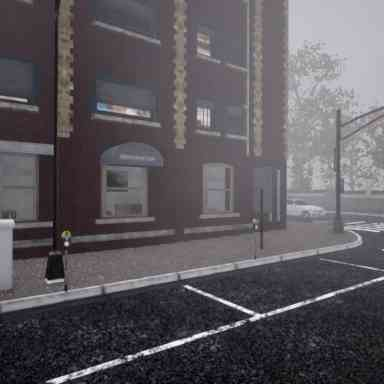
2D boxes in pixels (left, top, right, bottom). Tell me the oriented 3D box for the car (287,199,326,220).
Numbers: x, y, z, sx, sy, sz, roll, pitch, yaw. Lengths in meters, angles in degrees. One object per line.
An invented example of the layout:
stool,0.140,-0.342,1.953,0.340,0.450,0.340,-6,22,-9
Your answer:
car,8.019,1.256,25.820,1.812,1.442,4.674,0,1,-36
